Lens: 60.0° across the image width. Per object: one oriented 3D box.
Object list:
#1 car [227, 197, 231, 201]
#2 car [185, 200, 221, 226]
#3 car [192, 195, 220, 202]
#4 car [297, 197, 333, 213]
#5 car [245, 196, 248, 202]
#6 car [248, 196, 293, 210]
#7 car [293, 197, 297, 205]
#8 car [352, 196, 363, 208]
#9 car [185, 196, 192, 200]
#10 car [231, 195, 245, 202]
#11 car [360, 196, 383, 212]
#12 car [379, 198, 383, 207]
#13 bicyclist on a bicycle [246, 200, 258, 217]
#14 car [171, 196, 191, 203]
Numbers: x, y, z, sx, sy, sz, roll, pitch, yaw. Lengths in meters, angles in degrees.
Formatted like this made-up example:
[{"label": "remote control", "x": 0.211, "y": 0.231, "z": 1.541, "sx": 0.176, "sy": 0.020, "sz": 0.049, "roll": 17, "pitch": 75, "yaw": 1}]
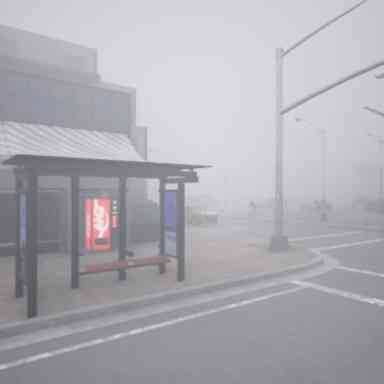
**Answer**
[{"label": "car", "x": 10.965, "y": 1.670, "z": 85.176, "sx": 4.514, "sy": 1.523, "sz": 2.007, "roll": 0, "pitch": 0, "yaw": -36}, {"label": "car", "x": 0.044, "y": 1.689, "z": 25.706, "sx": 1.882, "sy": 1.535, "sz": 5.008, "roll": 0, "pitch": 0, "yaw": -36}, {"label": "car", "x": 2.557, "y": 1.346, "z": 52.696, "sx": 3.866, "sy": 1.878, "sz": 1.905, "roll": 0, "pitch": 0, "yaw": -36}, {"label": "car", "x": 14.013, "y": 1.502, "z": 37.270, "sx": 3.806, "sy": 1.475, "sz": 1.970, "roll": 0, "pitch": 0, "yaw": -36}, {"label": "car", "x": 13.500, "y": 1.632, "z": 68.559, "sx": 3.633, "sy": 1.501, "sz": 1.845, "roll": 0, "pitch": 0, "yaw": -36}, {"label": "car", "x": 10.011, "y": 1.423, "z": 42.297, "sx": 5.027, "sy": 1.636, "sz": 2.152, "roll": 0, "pitch": 0, "yaw": -36}, {"label": "car", "x": 19.288, "y": 1.610, "z": 60.413, "sx": 4.514, "sy": 1.523, "sz": 2.007, "roll": 0, "pitch": 0, "yaw": -36}, {"label": "car", "x": 25.968, "y": 1.408, "z": 49.875, "sx": 4.605, "sy": 1.855, "sz": 1.932, "roll": 0, "pitch": 0, "yaw": -36}, {"label": "car", "x": 0.529, "y": 1.366, "z": 54.817, "sx": 4.605, "sy": 1.855, "sz": 1.932, "roll": 0, "pitch": 0, "yaw": -36}, {"label": "car", "x": 12.835, "y": 1.661, "z": 82.657, "sx": 5.027, "sy": 1.636, "sz": 2.152, "roll": 0, "pitch": 0, "yaw": -36}, {"label": "car", "x": 21.876, "y": 1.584, "z": 38.400, "sx": 4.514, "sy": 1.523, "sz": 2.007, "roll": 0, "pitch": 0, "yaw": -36}, {"label": "car", "x": 32.837, "y": 1.691, "z": 54.845, "sx": 3.806, "sy": 1.475, "sz": 1.970, "roll": 0, "pitch": 0, "yaw": -36}, {"label": "bicyclist on a bicycle", "x": 5.581, "y": 1.530, "z": 30.827, "sx": 1.656, "sy": 1.620, "sz": 0.582, "roll": 0, "pitch": 0, "yaw": -36}, {"label": "car", "x": -2.421, "y": 1.671, "z": 71.901, "sx": 3.806, "sy": 1.475, "sz": 1.970, "roll": 0, "pitch": 0, "yaw": -36}]
